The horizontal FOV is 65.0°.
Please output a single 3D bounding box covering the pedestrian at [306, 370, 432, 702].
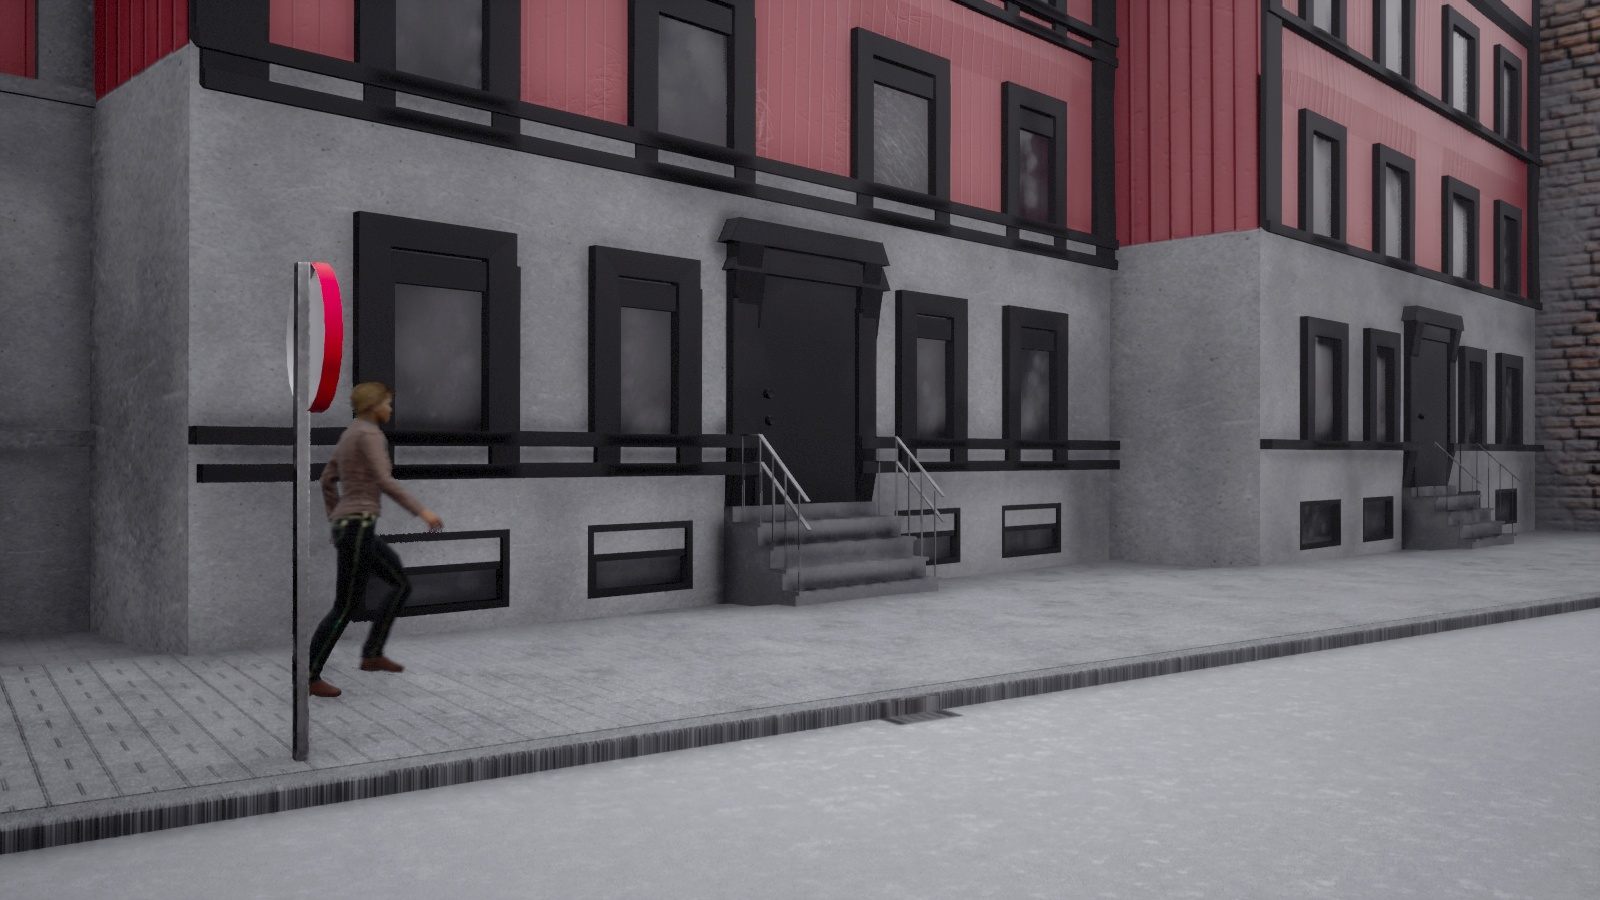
[{"bbox_3d":[-2.494,0.478,7.272,0.634,1.846,0.331,0,0,-31],"label":"pedestrian"}]
